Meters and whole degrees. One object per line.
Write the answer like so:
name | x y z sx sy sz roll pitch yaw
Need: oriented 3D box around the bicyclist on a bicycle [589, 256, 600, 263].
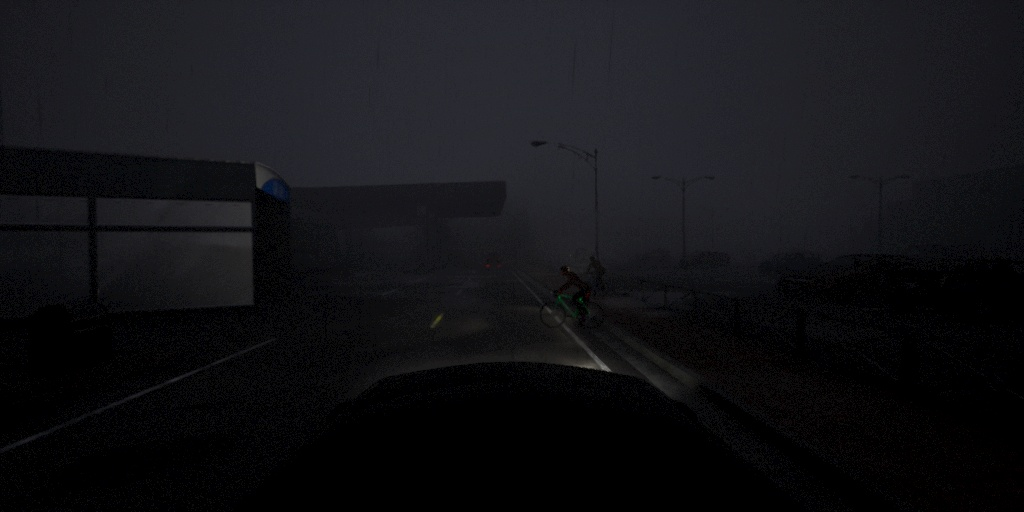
bicyclist on a bicycle | 3.229 0.814 13.922 1.656 1.620 0.582 -2 1 -37

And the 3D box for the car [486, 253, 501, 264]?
car | -2.702 0.286 52.830 2.097 1.767 4.553 -1 1 -3

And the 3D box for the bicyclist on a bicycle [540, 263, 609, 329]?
bicyclist on a bicycle | 1.526 1.063 9.216 1.656 1.620 0.582 -1 1 9
